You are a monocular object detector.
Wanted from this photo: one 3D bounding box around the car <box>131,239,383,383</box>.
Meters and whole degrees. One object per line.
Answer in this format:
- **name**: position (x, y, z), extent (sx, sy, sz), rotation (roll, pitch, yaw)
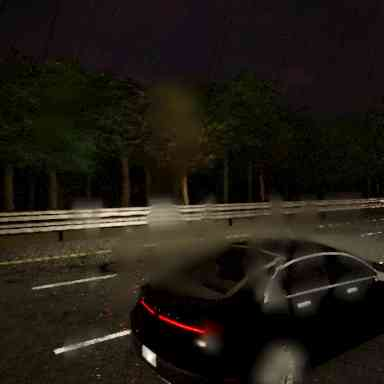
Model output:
- **car**: position (1.518, 1.472, 4.951), extent (4.892, 1.490, 1.837), rotation (-1, 0, -36)
